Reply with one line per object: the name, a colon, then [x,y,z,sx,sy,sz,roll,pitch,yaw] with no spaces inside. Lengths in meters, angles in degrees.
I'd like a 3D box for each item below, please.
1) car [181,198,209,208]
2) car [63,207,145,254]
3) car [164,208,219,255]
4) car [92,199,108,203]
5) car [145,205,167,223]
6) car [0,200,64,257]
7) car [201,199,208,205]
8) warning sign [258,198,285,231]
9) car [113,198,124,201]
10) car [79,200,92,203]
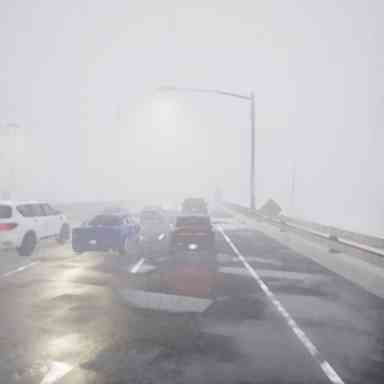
car: [0.220,1.504,28.536,2.150,2.045,5.566,0,0,1]
car: [-3.444,1.617,14.140,1.882,1.535,5.008,0,0,1]
car: [0.053,1.646,13.931,1.837,1.490,4.892,0,0,1]
car: [-19.539,2.282,72.331,1.837,1.490,4.892,0,-1,2]
car: [-3.280,1.836,28.571,2.033,1.411,5.357,0,-1,1]
car: [-6.954,1.352,13.688,2.150,2.045,5.566,0,0,0]
car: [2.996,2.377,79.058,1.812,1.442,4.674,0,-1,3]
warning sign: [4.633,1.309,19.531,1.300,1.860,1.060,-1,-2,1]
car: [-16.041,2.134,72.204,2.097,1.767,4.553,0,-1,2]
car: [-23.035,2.338,72.488,1.994,1.385,4.181,0,-1,2]
